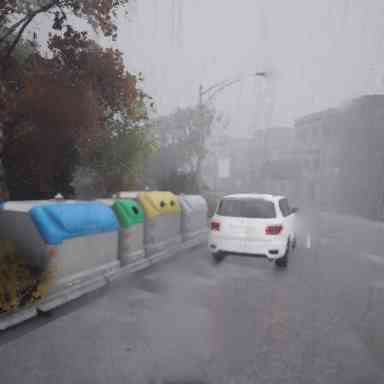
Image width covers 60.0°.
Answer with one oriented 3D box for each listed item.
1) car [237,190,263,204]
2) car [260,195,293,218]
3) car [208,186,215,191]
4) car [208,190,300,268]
[{"bbox_3d":[7.521,0.605,43.596,2.033,1.411,5.357,0,2,-4],"label":"car"},{"bbox_3d":[6.707,1.075,26.892,2.033,1.411,5.357,1,1,9],"label":"car"},{"bbox_3d":[3.258,-0.788,65.861,1.994,1.385,4.181,-1,5,-14],"label":"car"},{"bbox_3d":[2.255,1.048,11.089,2.150,2.045,5.566,2,2,21],"label":"car"}]
